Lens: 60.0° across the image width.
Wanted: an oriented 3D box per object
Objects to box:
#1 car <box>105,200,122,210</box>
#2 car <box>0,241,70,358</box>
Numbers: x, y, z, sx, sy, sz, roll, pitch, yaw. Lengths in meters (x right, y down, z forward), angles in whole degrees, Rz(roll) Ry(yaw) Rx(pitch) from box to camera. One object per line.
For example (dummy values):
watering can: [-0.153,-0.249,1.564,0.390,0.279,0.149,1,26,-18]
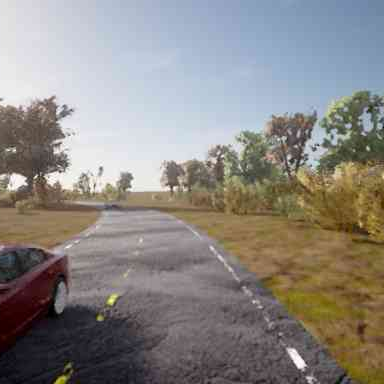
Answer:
car: [-11.102,1.777,46.867,1.994,1.385,4.181,0,0,-19]
car: [-3.290,1.510,4.638,1.882,1.535,5.008,0,0,-2]
